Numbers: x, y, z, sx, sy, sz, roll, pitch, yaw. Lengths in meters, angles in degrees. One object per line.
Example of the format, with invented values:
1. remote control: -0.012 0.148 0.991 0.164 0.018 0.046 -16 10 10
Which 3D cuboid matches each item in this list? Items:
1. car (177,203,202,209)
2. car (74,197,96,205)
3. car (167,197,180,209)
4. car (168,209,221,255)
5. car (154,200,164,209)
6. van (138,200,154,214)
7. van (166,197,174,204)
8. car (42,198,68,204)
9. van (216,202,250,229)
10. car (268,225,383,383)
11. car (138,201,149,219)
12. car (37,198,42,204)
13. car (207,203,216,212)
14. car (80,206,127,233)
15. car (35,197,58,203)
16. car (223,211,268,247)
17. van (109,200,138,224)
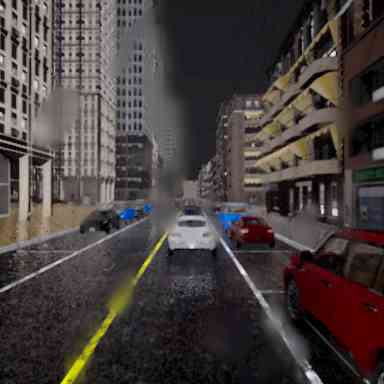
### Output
1. car: 0.010 1.866 28.442 1.994 1.385 4.181 0 -1 1
2. car: -21.148 1.781 65.830 4.097 1.590 1.967 1 -2 0
3. car: -3.033 2.102 56.546 2.128 1.511 4.902 0 -1 0
4. car: 0.021 1.672 13.892 1.812 1.442 4.674 0 0 1
5. car: -5.705 2.033 55.048 1.967 1.590 4.097 0 -1 0
6. van: -5.701 1.748 38.104 1.690 1.788 3.998 0 -1 0
7. van: -5.713 2.300 87.521 1.690 1.788 3.998 0 -1 0
8. car: -26.725 1.816 65.813 4.206 1.307 1.802 1 -2 0
9. van: 2.684 1.565 21.161 1.690 1.788 3.998 0 -1 0
10. car: 2.688 1.361 4.216 2.192 1.841 5.009 0 -1 0
11. car: -5.699 1.896 32.454 2.008 1.369 4.403 0 -1 0
12. car: -32.294 1.442 65.808 5.009 1.841 2.192 1 -2 0
13. car: 2.680 1.957 38.103 2.008 1.369 4.403 0 -1 0
14. car: -5.696 1.790 21.157 1.947 1.339 4.313 0 -1 0
15. car: -32.381 1.787 74.179 4.206 1.307 1.802 1 -2 0
16. car: 2.685 1.746 15.510 1.802 1.307 4.206 0 -1 0
17. van: -5.698 1.626 26.808 1.690 1.788 3.998 0 -1 0
